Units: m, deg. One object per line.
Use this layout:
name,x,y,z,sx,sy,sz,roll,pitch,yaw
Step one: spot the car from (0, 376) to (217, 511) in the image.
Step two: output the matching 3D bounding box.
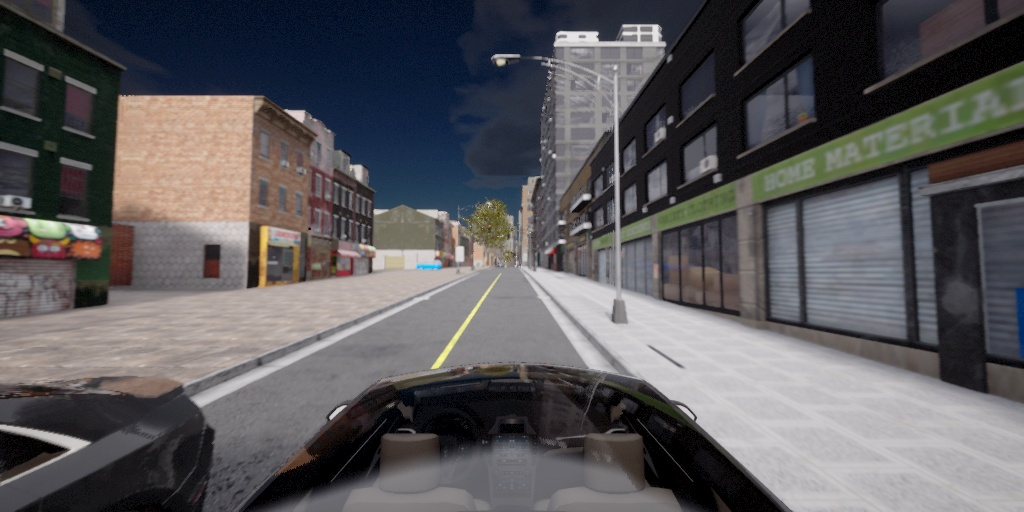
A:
car,-2.848,1.250,0.299,1.837,1.490,4.892,0,0,0

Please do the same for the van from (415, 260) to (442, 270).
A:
van,-12.944,1.563,56.016,3.998,1.789,1.690,0,0,0
